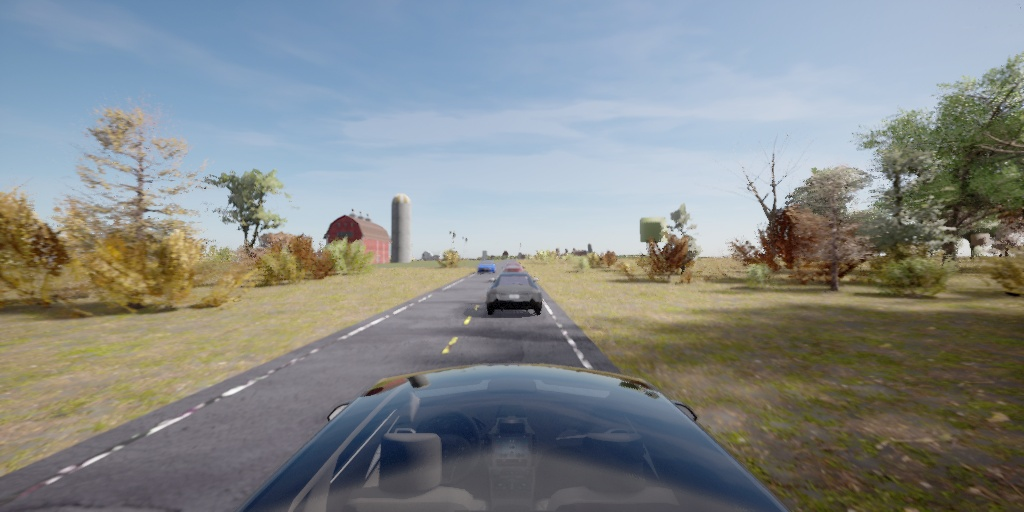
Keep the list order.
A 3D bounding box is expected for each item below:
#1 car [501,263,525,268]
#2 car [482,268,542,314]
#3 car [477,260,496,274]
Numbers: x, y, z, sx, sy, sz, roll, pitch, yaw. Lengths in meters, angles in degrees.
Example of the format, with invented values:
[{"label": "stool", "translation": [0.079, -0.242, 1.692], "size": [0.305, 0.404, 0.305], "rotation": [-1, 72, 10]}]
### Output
[{"label": "car", "translation": [0.078, 1.290, 29.681], "size": [1.812, 1.442, 4.674], "rotation": [0, 0, 0]}, {"label": "car", "translation": [0.084, 1.318, 13.921], "size": [1.994, 1.385, 4.181], "rotation": [0, 0, 0]}, {"label": "car", "translation": [-2.847, 1.251, 40.908], "size": [1.882, 1.535, 5.008], "rotation": [0, 0, 0]}]
